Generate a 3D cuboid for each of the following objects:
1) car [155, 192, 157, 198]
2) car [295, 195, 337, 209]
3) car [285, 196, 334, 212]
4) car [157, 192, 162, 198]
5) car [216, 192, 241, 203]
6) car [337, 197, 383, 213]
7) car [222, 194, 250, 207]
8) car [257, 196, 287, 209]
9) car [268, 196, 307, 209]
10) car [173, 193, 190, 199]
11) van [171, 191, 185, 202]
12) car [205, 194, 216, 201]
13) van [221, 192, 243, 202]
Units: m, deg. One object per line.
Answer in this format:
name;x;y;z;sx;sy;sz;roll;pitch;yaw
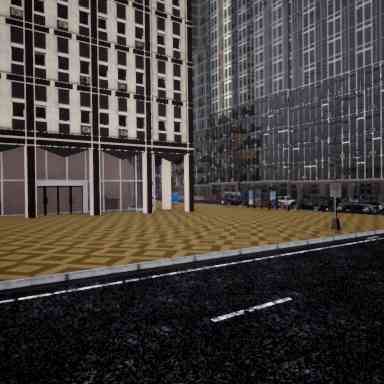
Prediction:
car;-8.817;0.683;83.680;1.967;1.590;4.097;0;1;-34
car;15.855;1.235;42.764;1.837;1.490;4.892;-1;1;-34
car;12.900;1.422;36.595;1.947;1.339;4.313;-1;1;-34
car;-5.622;0.612;78.979;2.192;1.841;5.009;0;1;-34
car;6.299;1.174;51.140;1.837;1.490;4.892;-1;1;-34
car;17.302;1.339;34.941;2.128;1.511;4.902;-1;1;-34
car;6.572;1.317;46.041;1.947;1.339;4.313;-1;1;-34
car;9.719;1.386;41.308;1.802;1.307;4.206;-1;1;-34
car;12.115;1.289;42.576;1.812;1.442;4.674;-1;1;-34
car;-2.427;0.933;74.282;1.802;1.307;4.206;0;1;-34
van;-2.968;0.935;60.168;1.690;1.788;3.998;0;1;-34
car;3.963;1.041;64.880;1.802;1.307;4.206;-1;1;-34
van;7.158;0.853;60.177;1.690;1.788;3.998;-1;1;-34
